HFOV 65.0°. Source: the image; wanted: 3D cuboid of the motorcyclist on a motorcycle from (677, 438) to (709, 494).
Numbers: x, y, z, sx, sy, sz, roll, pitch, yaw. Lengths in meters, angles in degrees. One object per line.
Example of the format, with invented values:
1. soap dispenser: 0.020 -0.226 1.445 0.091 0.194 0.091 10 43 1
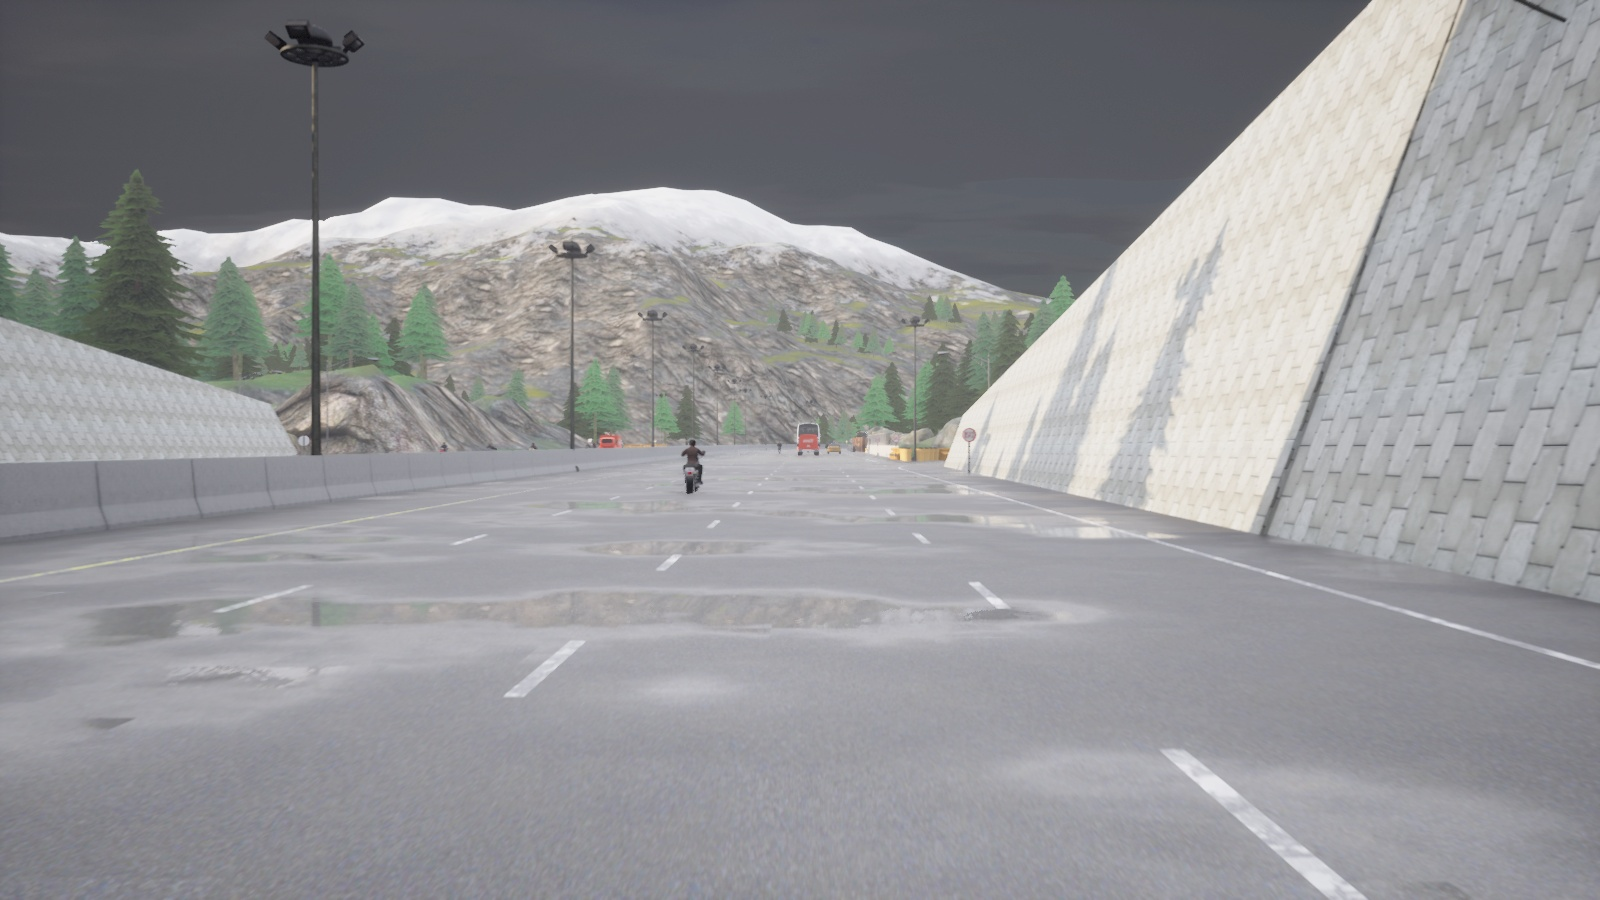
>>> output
1. motorcyclist on a motorcycle: -3.239 0.478 38.235 0.766 1.649 2.350 0 0 0
